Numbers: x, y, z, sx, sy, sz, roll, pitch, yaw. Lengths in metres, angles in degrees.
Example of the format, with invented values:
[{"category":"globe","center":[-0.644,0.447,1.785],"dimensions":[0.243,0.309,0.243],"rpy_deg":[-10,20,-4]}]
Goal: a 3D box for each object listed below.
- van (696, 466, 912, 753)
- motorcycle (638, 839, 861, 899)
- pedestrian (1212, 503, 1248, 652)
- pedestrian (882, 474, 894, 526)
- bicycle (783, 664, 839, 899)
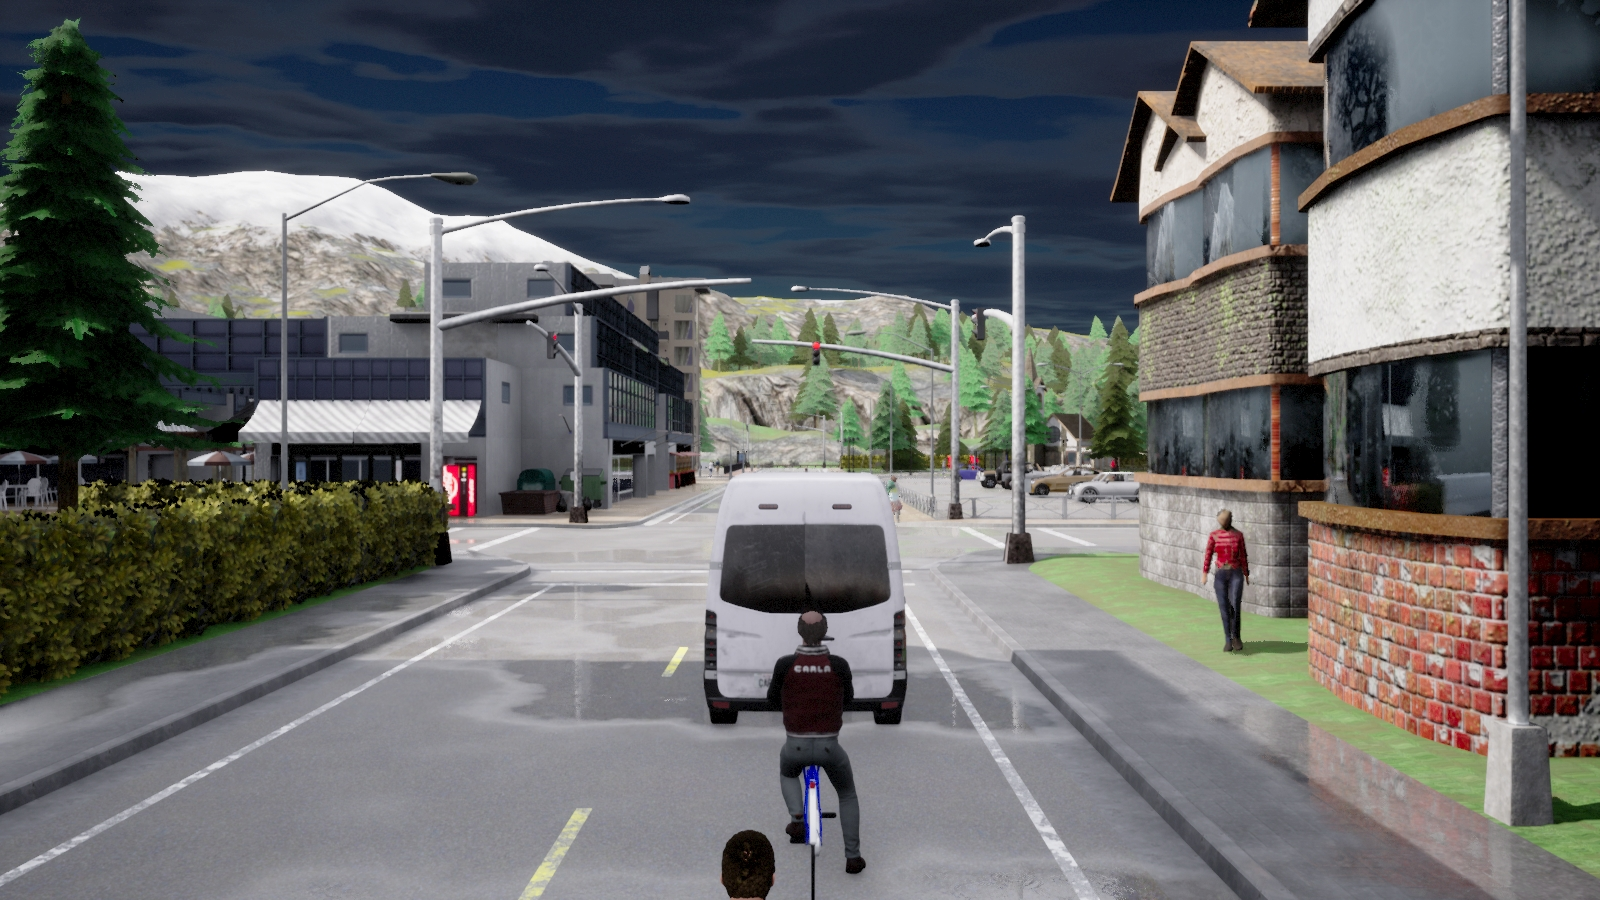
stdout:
[{"category":"van","center":[0.063,1.515,13.504],"dimensions":[1.988,2.561,5.915],"rpy_deg":[0,0,1]},{"category":"motorcycle","center":[-0.197,2.193,3.730],"dimensions":[0.803,1.145,2.033],"rpy_deg":[0,0,2]},{"category":"pedestrian","center":[5.502,1.616,14.621],"dimensions":[0.375,1.860,0.375],"rpy_deg":[0,0,29]},{"category":"pedestrian","center":[3.176,1.800,41.112],"dimensions":[0.375,1.860,0.375],"rpy_deg":[0,0,12]},{"category":"bicycle","center":[0.065,2.190,7.648],"dimensions":[0.329,1.171,1.835],"rpy_deg":[0,0,0]}]
